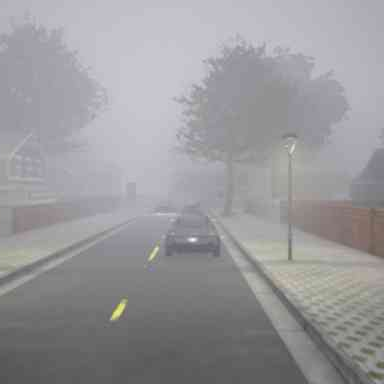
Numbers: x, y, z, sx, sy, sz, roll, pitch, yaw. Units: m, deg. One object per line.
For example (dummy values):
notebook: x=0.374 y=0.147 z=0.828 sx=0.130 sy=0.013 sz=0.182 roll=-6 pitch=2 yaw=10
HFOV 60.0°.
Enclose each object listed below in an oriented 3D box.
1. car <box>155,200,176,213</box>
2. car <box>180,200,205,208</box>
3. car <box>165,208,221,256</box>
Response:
car: x=-2.816 y=1.519 z=35.938 sx=1.994 sy=1.385 sz=4.181 roll=0 pitch=0 yaw=0
car: x=0.027 y=1.472 z=27.787 sx=1.837 sy=1.490 sz=4.892 roll=0 pitch=0 yaw=0
car: x=0.039 y=1.553 z=13.076 sx=1.994 sy=1.385 sz=4.181 roll=0 pitch=0 yaw=1
